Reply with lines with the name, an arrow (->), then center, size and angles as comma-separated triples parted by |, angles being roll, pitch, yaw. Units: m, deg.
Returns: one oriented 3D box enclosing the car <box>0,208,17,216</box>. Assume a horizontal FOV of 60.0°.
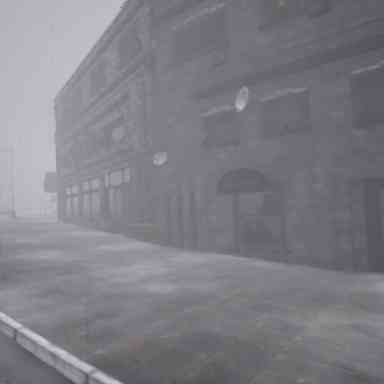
car -> -31.455, 3.360, 56.456 | 1.895, 1.301, 4.718 | -2, -2, -13
